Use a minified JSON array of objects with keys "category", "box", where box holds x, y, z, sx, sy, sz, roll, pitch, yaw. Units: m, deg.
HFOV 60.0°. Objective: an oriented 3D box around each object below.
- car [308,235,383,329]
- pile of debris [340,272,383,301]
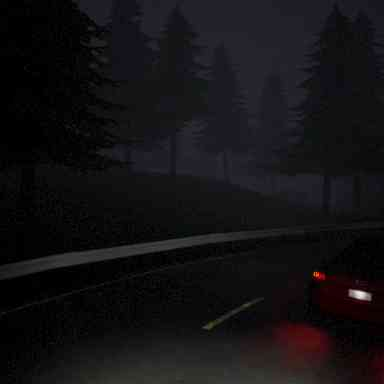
[{"category":"car","box":[4.008,1.568,6.621,1.994,1.385,4.181,1,1,44]},{"category":"pile of debris","box":[4.580,2.185,7.627,1.860,0.140,1.500,0,0,-39]}]
